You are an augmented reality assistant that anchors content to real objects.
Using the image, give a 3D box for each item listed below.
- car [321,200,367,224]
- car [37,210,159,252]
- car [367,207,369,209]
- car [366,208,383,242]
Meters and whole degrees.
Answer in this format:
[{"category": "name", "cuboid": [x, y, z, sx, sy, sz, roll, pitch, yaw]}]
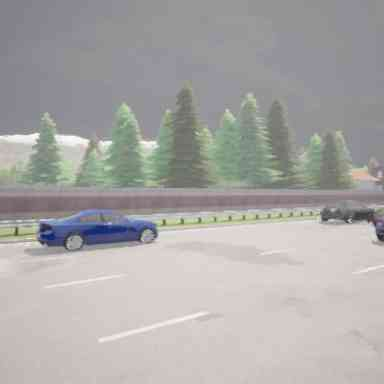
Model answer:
[{"category": "car", "cuboid": [11.830, 1.383, 25.090, 4.553, 1.767, 2.097, 0, 0, -35]}, {"category": "car", "cuboid": [-3.746, 1.485, 13.973, 5.008, 1.535, 1.882, 0, 0, -36]}, {"category": "car", "cuboid": [13.926, 1.596, 22.282, 4.181, 1.385, 1.994, 0, 0, -36]}, {"category": "car", "cuboid": [10.250, 1.548, 15.358, 4.674, 1.442, 1.812, 0, 0, -36]}]
